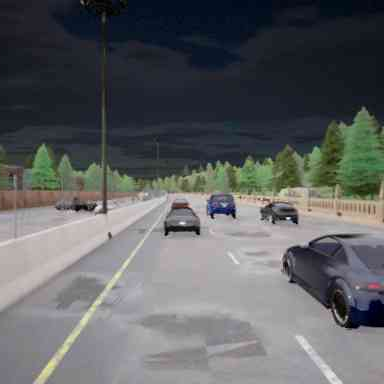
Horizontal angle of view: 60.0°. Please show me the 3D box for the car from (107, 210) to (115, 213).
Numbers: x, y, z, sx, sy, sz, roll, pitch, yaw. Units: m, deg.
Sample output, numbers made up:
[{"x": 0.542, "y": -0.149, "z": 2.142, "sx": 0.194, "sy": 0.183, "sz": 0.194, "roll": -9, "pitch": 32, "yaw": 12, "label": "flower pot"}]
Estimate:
[{"x": -8.314, "y": 1.558, "z": 33.113, "sx": 1.812, "sy": 1.442, "sz": 4.674, "roll": 0, "pitch": 0, "yaw": -2, "label": "car"}]

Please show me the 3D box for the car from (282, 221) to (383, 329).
[{"x": 3.343, "y": 1.552, "z": 6.934, "sx": 1.994, "sy": 1.385, "sz": 4.181, "roll": 0, "pitch": 0, "yaw": -1, "label": "car"}]

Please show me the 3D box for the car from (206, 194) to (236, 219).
[{"x": 2.528, "y": 1.213, "z": 29.570, "sx": 2.150, "sy": 2.045, "sz": 5.566, "roll": 0, "pitch": 0, "yaw": -2, "label": "car"}]

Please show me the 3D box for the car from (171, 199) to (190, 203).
[{"x": -1.261, "y": 1.483, "z": 36.702, "sx": 1.882, "sy": 1.535, "sz": 5.008, "roll": 0, "pitch": 0, "yaw": -2, "label": "car"}]

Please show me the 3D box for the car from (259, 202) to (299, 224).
[{"x": 6.239, "y": 1.482, "z": 24.260, "sx": 1.837, "sy": 1.490, "sz": 4.892, "roll": 0, "pitch": 0, "yaw": -2, "label": "car"}]

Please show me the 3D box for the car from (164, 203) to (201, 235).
[{"x": -0.566, "y": 1.567, "z": 19.074, "sx": 1.994, "sy": 1.385, "sz": 4.181, "roll": 0, "pitch": 0, "yaw": -2, "label": "car"}]
